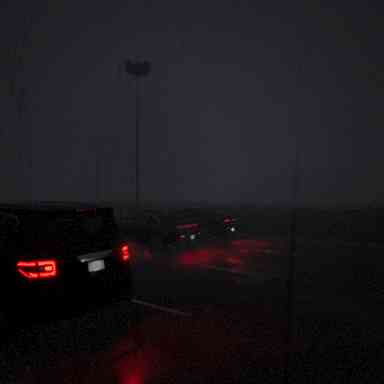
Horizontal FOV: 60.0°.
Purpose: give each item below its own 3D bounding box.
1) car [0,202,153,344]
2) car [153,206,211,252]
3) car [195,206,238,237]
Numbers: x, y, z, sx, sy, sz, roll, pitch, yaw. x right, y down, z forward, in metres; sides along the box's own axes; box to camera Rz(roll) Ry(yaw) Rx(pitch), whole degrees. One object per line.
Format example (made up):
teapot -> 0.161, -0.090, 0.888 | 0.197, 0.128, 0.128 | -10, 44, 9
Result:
car -> -3.626, 1.218, 6.577 | 5.566, 2.045, 2.150 | 0, 0, 35
car -> -1.946, 1.489, 13.974 | 4.902, 1.511, 2.128 | 0, 0, 35
car -> -0.059, 1.502, 16.927 | 4.892, 1.490, 1.837 | 0, 0, 35
